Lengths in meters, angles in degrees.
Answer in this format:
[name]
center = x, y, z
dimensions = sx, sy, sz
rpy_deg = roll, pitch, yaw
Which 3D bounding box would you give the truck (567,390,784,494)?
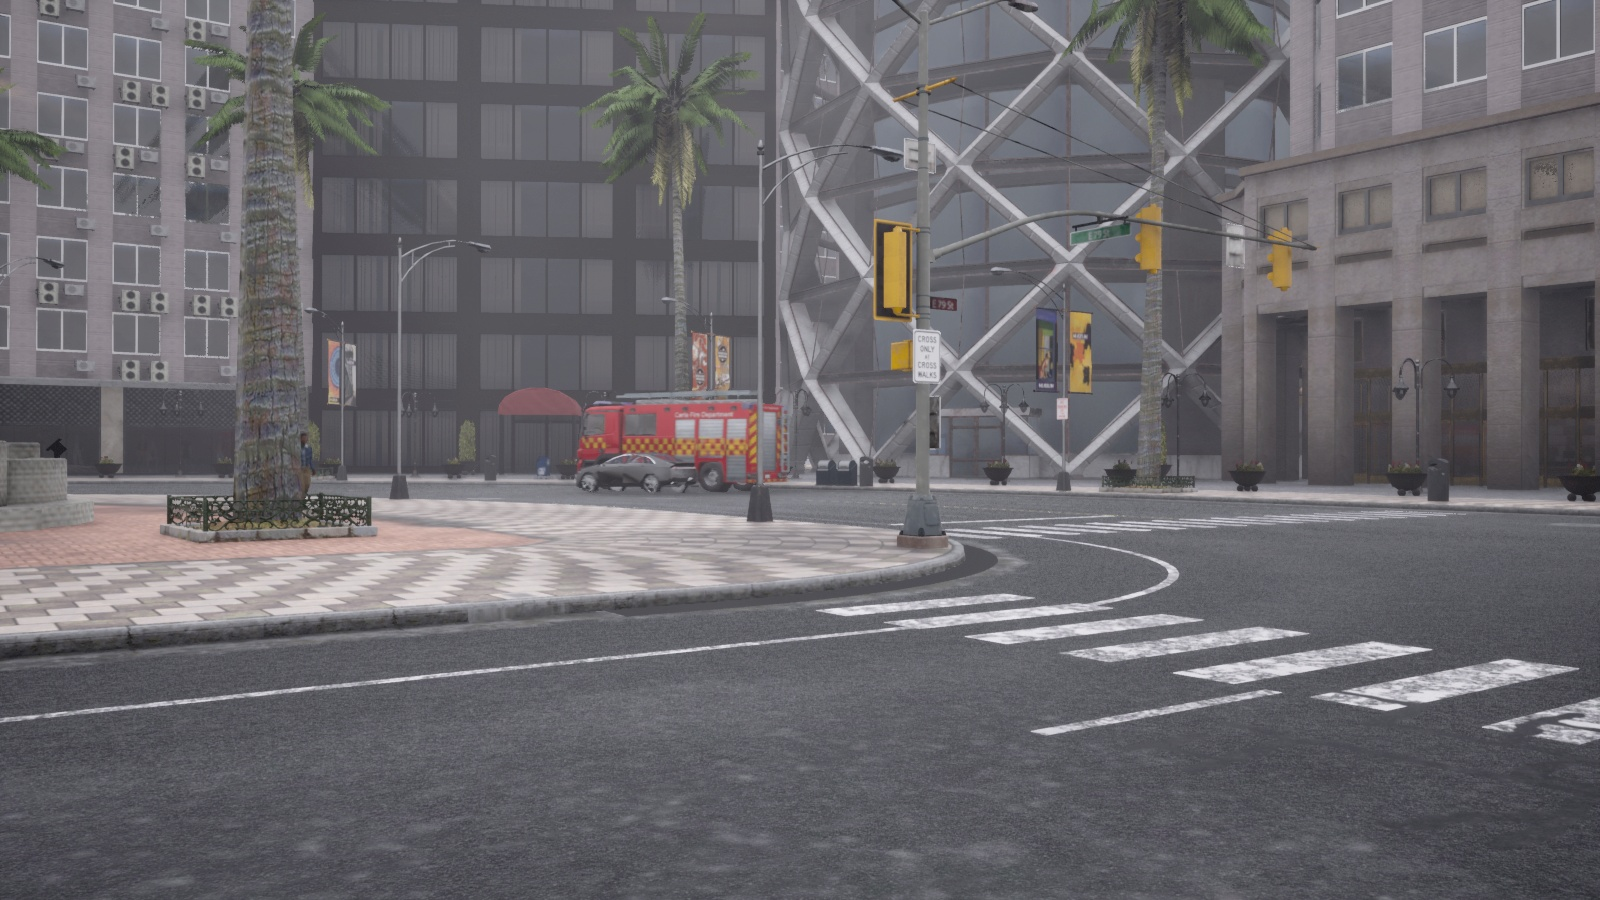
[truck]
center = -4.975, -0.288, 49.514
dimensions = 8.468, 3.827, 2.891
rpy_deg = 0, 0, 31

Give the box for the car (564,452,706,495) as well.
[car]
center = -6.082, 0.827, 46.100
dimensions = 4.902, 1.511, 2.128
rpy_deg = 0, 0, 31

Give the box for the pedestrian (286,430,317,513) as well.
[pedestrian]
center = -11.827, 0.500, 29.800
dimensions = 0.423, 1.949, 0.788
rpy_deg = 0, 0, -43
